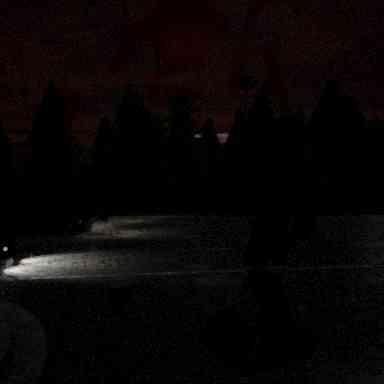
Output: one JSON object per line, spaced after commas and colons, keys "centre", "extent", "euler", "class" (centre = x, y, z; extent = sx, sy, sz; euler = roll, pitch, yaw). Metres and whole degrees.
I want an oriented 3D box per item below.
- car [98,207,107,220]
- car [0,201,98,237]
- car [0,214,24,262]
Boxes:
{"centre": [-8.605, 1.361, 23.661], "extent": [5.008, 1.535, 1.882], "euler": [0, 0, -8], "class": "car"}
{"centre": [-7.600, 1.396, 16.732], "extent": [5.008, 1.535, 1.882], "euler": [0, 0, -8], "class": "car"}
{"centre": [-7.535, 1.520, 9.669], "extent": [4.181, 1.385, 1.994], "euler": [0, 0, -8], "class": "car"}
